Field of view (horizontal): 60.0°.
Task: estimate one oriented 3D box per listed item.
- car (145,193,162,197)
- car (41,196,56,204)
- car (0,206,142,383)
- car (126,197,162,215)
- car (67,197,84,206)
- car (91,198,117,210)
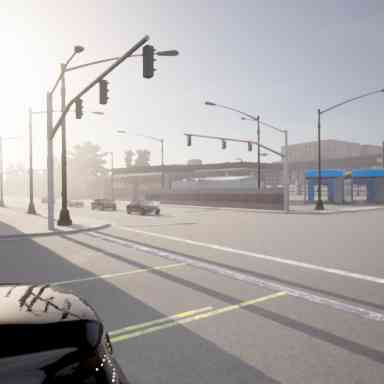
[{"bbox_3d":[-8.820,1.008,77.943,4.611,1.667,2.242,-1,0,-35],"label":"car"},{"bbox_3d":[-27.103,1.488,62.701,2.128,1.511,4.902,-1,0,-37],"label":"car"},{"bbox_3d":[-3.074,1.219,1.576,5.566,2.045,2.150,0,0,-35],"label":"car"},{"bbox_3d":[-4.927,1.481,32.811,1.812,1.442,4.674,-1,0,-37],"label":"car"},{"bbox_3d":[-17.790,1.495,50.065,1.812,1.442,4.674,-1,0,-37],"label":"car"},{"bbox_3d":[-10.914,1.467,40.839,1.837,1.490,4.892,-1,0,-37],"label":"car"}]
